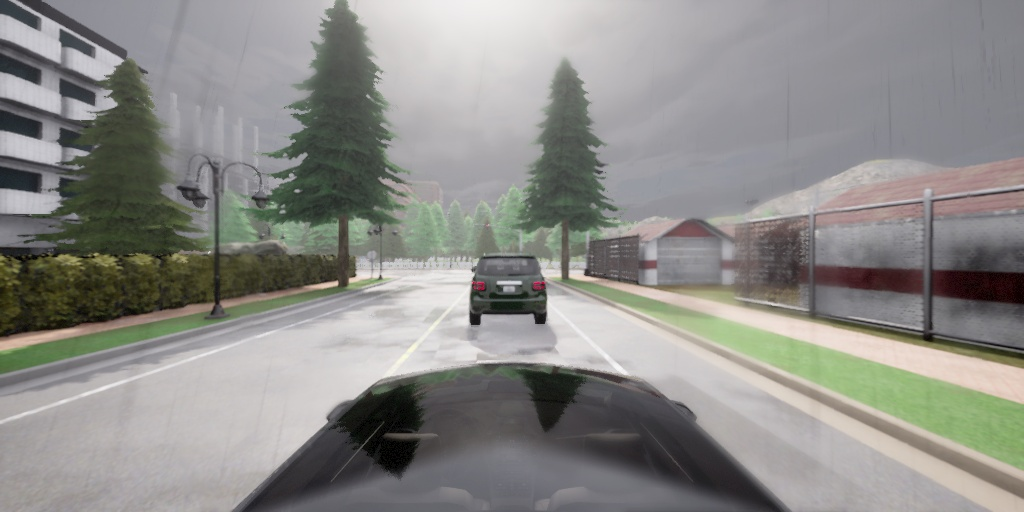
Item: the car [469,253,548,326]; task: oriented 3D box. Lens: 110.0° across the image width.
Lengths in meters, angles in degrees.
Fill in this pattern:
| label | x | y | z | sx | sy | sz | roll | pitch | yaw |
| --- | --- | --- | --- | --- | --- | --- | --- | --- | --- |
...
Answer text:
| label | x | y | z | sx | sy | sz | roll | pitch | yaw |
| --- | --- | --- | --- | --- | --- | --- | --- | --- | --- |
| car | -0.176 | 0.948 | 11.733 | 2.150 | 2.045 | 5.566 | 0 | -1 | -2 |
